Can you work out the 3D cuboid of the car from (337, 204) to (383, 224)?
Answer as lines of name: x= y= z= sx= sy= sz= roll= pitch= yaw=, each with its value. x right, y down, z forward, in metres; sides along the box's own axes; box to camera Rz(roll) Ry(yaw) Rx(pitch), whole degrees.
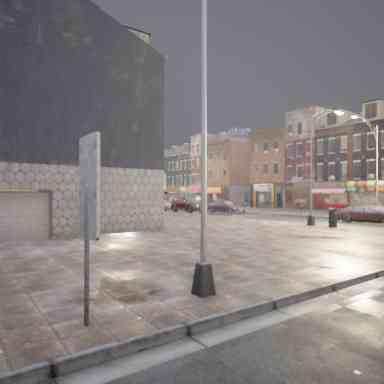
car: x=12.535 y=1.583 z=23.198 sx=2.033 sy=1.411 sz=5.357 roll=0 pitch=0 yaw=-34

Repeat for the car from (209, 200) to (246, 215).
car: x=3.667 y=1.615 z=35.762 sx=1.812 sy=1.442 sz=4.674 roll=0 pitch=0 yaw=-36

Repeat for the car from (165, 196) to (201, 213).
car: x=-0.477 y=1.409 z=37.201 sx=2.192 sy=1.841 sz=5.009 roll=0 pitch=0 yaw=-36
